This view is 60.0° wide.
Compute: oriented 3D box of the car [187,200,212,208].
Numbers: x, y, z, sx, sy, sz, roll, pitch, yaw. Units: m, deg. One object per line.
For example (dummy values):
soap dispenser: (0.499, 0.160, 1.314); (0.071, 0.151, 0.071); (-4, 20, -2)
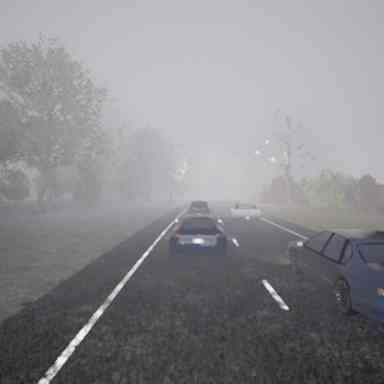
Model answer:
car: (0.618, 1.432, 27.807); (1.837, 1.490, 4.892); (0, 0, 2)

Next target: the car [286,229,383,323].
car: (3.645, 1.534, 7.386); (2.033, 1.411, 5.357); (0, 0, 1)

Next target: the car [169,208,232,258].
car: (0.235, 1.531, 12.634); (1.994, 1.385, 4.181); (0, 0, 1)

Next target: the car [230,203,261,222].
car: (4.056, 1.538, 25.928); (1.895, 1.301, 4.718); (0, 0, 2)
